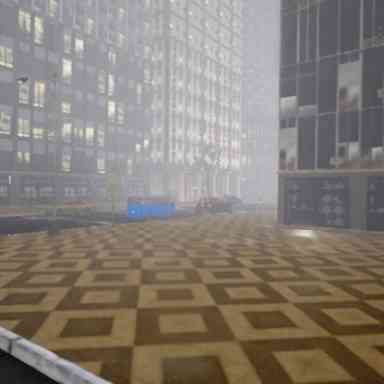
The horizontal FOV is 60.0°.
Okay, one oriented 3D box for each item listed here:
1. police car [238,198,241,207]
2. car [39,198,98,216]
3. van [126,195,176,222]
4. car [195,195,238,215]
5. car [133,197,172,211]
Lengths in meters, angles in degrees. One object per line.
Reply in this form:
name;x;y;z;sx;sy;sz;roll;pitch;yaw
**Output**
police car;4.448;1.159;42.603;1.930;1.638;5.238;1;1;38
car;-10.273;1.193;27.889;1.752;1.417;4.829;1;1;38
van;-2.881;1.135;24.176;1.690;1.788;3.998;1;1;38
car;2.079;1.242;30.807;1.967;1.590;4.097;1;1;38
car;-4.168;1.263;35.613;1.802;1.307;4.206;1;1;38
